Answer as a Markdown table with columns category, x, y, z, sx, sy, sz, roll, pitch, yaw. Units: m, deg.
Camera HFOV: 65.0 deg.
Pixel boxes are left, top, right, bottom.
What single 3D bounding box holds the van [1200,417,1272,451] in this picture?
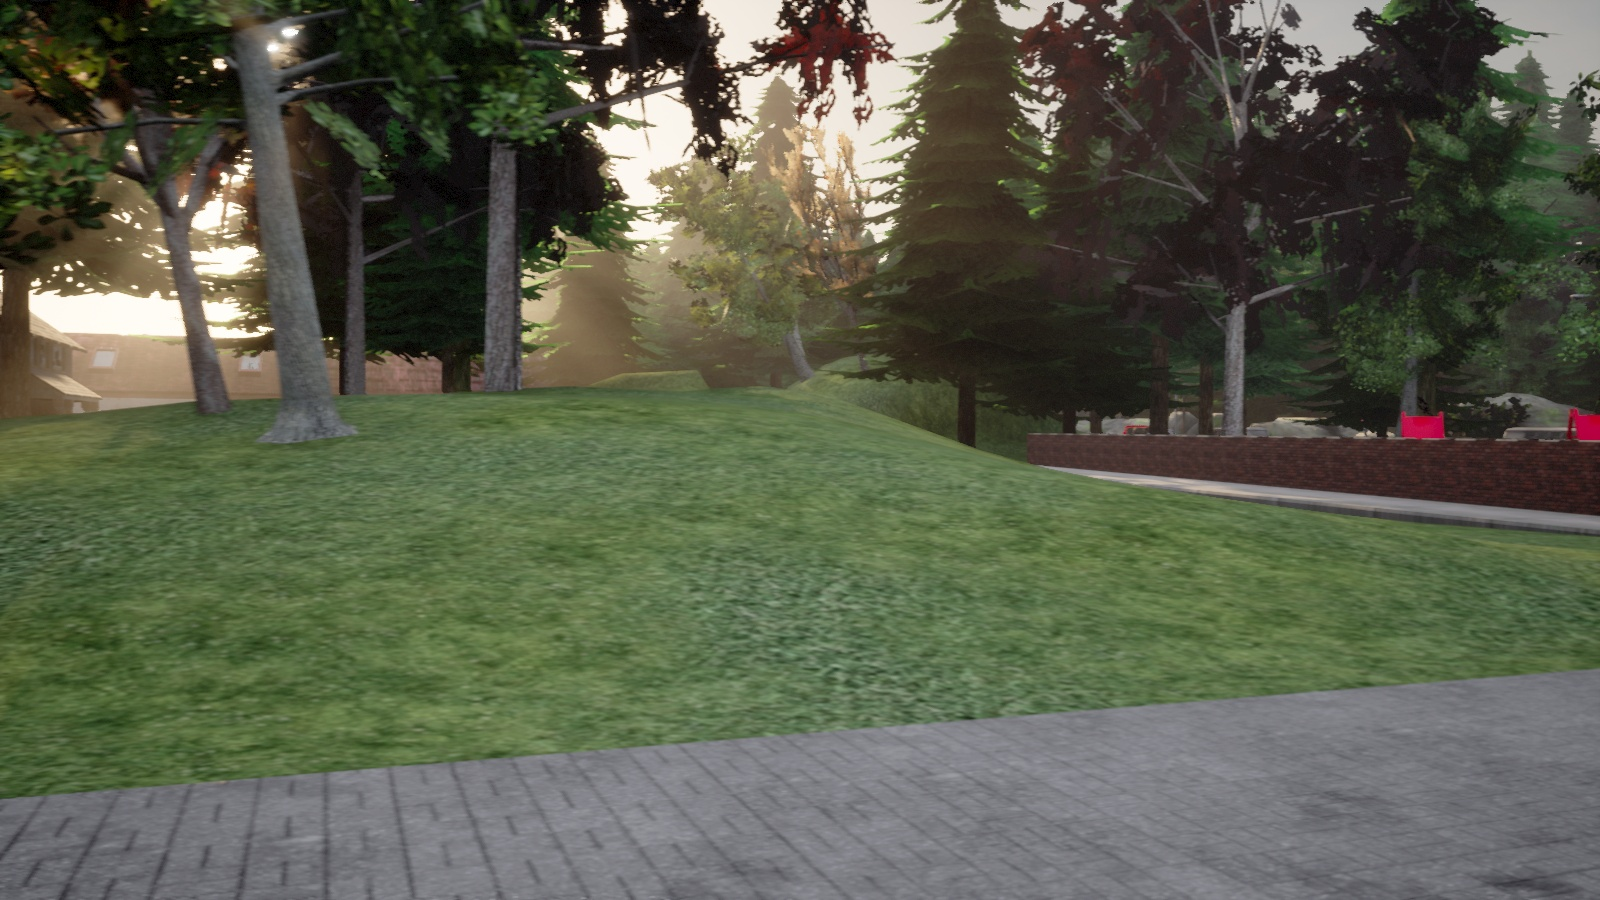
| category | x | y | z | sx | sy | sz | roll | pitch | yaw |
| --- | --- | --- | --- | --- | --- | --- | --- | --- | --- |
| van | 26.674 | -0.989 | 76.968 | 1.775 | 1.987 | 4.442 | -1 | 1 | -21 |

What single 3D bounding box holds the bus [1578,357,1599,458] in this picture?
| category | x | y | z | sx | sy | sz | roll | pitch | yaw |
| --- | --- | --- | --- | --- | --- | --- | --- | --- | --- |
| bus | 37.039 | -1.789 | 49.785 | 3.944 | 4.253 | 10.273 | -1 | 1 | -21 |

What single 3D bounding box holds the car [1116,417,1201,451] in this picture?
| category | x | y | z | sx | sy | sz | roll | pitch | yaw |
| --- | --- | --- | --- | --- | --- | --- | --- | --- | --- |
| car | 22.118 | -0.987 | 77.691 | 2.150 | 2.045 | 5.566 | -1 | 1 | -21 |

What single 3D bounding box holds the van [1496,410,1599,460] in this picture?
| category | x | y | z | sx | sy | sz | roll | pitch | yaw |
| --- | --- | --- | --- | --- | --- | --- | --- | --- | --- |
| van | 31.727 | -0.649 | 52.524 | 1.775 | 1.987 | 4.442 | -1 | 1 | -21 |
